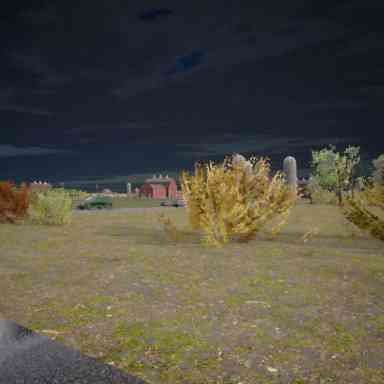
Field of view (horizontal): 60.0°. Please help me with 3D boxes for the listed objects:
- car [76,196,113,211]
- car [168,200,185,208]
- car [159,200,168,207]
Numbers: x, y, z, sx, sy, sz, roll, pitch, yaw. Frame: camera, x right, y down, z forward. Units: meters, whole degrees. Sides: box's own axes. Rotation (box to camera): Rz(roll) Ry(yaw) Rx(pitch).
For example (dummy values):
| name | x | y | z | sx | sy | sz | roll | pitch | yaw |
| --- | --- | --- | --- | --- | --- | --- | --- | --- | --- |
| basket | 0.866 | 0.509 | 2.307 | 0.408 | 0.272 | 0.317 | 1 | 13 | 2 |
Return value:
| name | x | y | z | sx | sy | sz | roll | pitch | yaw |
| --- | --- | --- | --- | --- | --- | --- | --- | --- | --- |
| car | -14.208 | 1.629 | 48.847 | 2.150 | 2.045 | 5.566 | -1 | -1 | 35 |
| car | -1.389 | 2.078 | 60.477 | 2.033 | 1.411 | 5.357 | -1 | -1 | 36 |
| car | -4.332 | 2.155 | 62.512 | 1.994 | 1.385 | 4.181 | -1 | -1 | 36 |
